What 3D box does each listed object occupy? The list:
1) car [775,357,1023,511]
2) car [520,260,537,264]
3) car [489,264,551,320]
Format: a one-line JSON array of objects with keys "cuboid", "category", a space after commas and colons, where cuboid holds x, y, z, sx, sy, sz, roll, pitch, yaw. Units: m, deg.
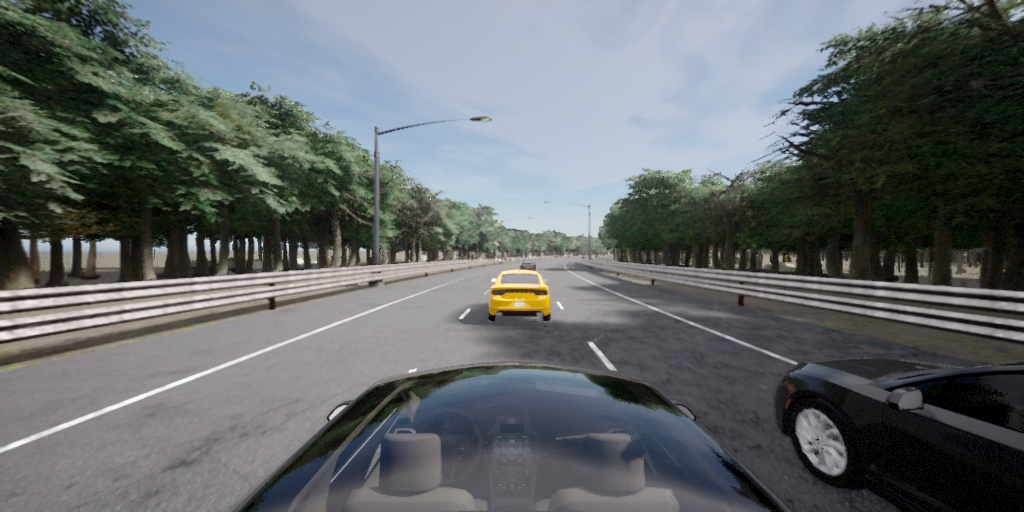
[{"cuboid": [3.627, 1.258, 1.705, 1.837, 1.490, 4.892, 0, 0, 0], "category": "car"}, {"cuboid": [2.035, 1.212, 44.168, 2.128, 1.511, 4.902, 0, 0, 5], "category": "car"}, {"cuboid": [0.270, 1.226, 12.675, 1.882, 1.535, 5.008, 0, 0, 1], "category": "car"}]
